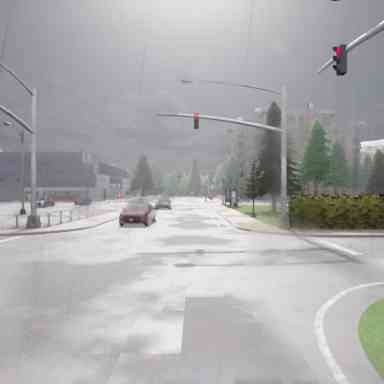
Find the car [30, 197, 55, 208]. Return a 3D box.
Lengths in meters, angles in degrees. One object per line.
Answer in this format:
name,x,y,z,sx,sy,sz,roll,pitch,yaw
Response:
car,-20.482,1.384,45.687,1.970,1.475,3.806,0,0,0

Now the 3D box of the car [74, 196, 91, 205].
car,-17.425,1.373,53.076,1.845,1.501,3.633,0,0,0

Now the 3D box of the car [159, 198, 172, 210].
car,-3.564,1.504,42.387,1.837,1.490,4.892,0,0,0

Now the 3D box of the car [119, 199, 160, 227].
car,-3.690,1.477,23.263,1.882,1.535,5.008,0,0,2
